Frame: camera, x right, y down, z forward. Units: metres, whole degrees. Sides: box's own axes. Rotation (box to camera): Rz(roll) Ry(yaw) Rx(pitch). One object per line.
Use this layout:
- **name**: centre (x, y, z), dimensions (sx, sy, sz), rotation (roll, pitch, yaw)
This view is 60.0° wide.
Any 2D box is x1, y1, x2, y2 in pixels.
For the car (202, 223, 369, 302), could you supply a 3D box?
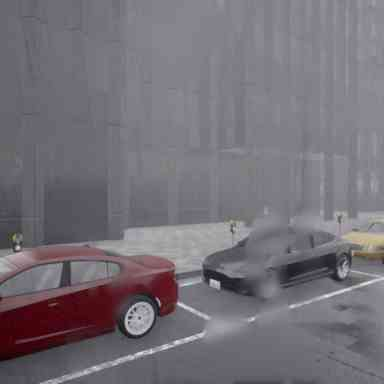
- **car**: centre (2.255, 1.566, 8.267), dimensions (4.313, 1.339, 1.947), rotation (0, 0, -36)

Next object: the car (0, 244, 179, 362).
- **car**: centre (-2.330, 1.545, 4.990), dimensions (4.507, 1.381, 1.887), rotation (0, 0, -36)

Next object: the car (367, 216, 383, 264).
- **car**: centre (6.703, 1.526, 11.445), dimensions (4.829, 1.417, 1.752), rotation (0, 0, -36)
